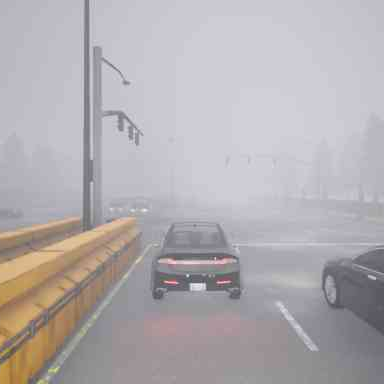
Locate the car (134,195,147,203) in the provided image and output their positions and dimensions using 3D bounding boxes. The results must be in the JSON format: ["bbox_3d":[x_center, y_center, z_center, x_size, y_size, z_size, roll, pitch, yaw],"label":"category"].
[{"bbox_3d":[-10.583,1.478,69.071,1.882,1.535,5.008,0,0,0],"label":"car"}]

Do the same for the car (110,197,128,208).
[{"bbox_3d":[-10.657,1.547,49.196,2.033,1.411,5.357,0,0,0],"label":"car"}]

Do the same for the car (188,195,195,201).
[{"bbox_3d":[-0.106,1.524,88.507,1.812,1.442,4.674,0,0,0],"label":"car"}]

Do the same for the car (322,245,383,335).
[{"bbox_3d":[3.595,1.505,4.989,1.837,1.490,4.892,0,0,0],"label":"car"}]

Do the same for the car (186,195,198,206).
[{"bbox_3d":[0.032,1.564,54.586,1.994,1.385,4.181,0,0,0],"label":"car"}]

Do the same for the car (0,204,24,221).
[{"bbox_3d":[-15.808,1.526,26.194,4.674,1.442,1.812,0,0,-11],"label":"car"}]

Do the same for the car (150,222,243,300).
[{"bbox_3d":[0.074,1.492,8.401,2.128,1.511,4.902,0,0,-1],"label":"car"}]

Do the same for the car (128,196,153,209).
[{"bbox_3d":[-7.154,1.352,46.508,2.097,1.767,4.553,0,0,0],"label":"car"}]

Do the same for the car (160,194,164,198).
[{"bbox_3d":[-7.116,1.526,65.796,1.812,1.442,4.674,0,0,0],"label":"car"}]

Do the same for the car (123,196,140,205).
[{"bbox_3d":[-10.647,1.492,58.982,2.128,1.511,4.902,0,0,0],"label":"car"}]

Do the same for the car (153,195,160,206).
[{"bbox_3d":[-7.155,1.547,55.983,2.033,1.411,5.357,0,0,0],"label":"car"}]

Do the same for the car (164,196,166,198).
[{"bbox_3d":[-7.091,1.355,75.772,2.097,1.767,4.553,0,0,0],"label":"car"}]
